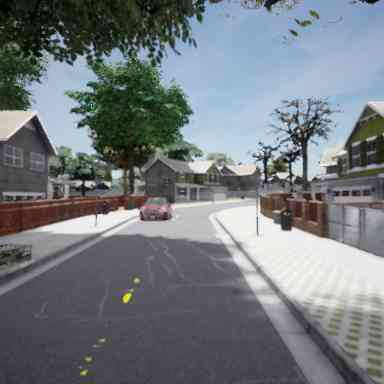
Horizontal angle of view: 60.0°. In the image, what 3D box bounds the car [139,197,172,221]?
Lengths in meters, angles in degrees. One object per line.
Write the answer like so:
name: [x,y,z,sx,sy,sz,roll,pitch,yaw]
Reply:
car: [-2.758,1.222,25.997,2.097,1.767,4.553,0,1,2]
